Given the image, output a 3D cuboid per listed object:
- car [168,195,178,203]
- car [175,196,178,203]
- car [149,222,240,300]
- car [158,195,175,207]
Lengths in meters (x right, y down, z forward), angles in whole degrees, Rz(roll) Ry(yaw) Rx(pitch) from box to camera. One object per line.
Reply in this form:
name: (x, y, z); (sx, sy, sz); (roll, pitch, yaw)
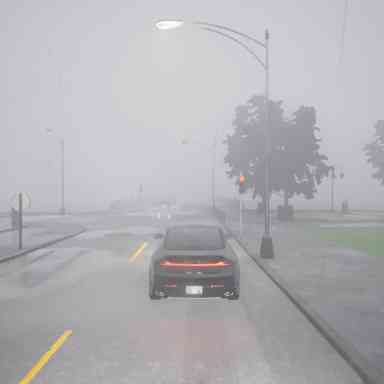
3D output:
car: (-4.020, 1.500, 70.413); (1.837, 1.490, 4.892); (0, 0, 0)
car: (-4.087, 1.601, 60.199); (1.895, 1.301, 4.718); (0, 0, 0)
car: (0.058, 1.505, 8.372); (1.837, 1.490, 4.892); (0, 0, 0)
car: (-4.109, 1.505, 50.805); (1.837, 1.490, 4.892); (0, 0, 0)
